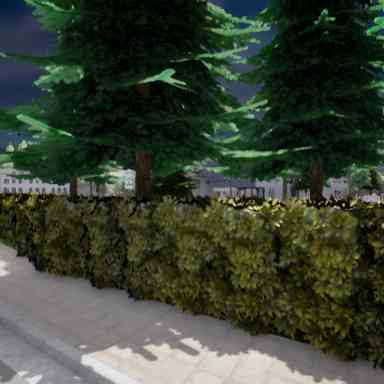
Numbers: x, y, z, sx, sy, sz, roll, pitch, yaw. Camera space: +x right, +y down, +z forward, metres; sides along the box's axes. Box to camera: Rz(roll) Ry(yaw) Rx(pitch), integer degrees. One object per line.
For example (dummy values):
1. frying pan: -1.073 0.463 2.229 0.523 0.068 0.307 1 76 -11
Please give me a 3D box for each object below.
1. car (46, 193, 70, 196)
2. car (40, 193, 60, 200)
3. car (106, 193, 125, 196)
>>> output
1. car: -30.145 1.275 74.918 4.514 1.523 2.007 0 0 -34
2. car: -36.525 1.076 85.640 4.605 1.855 1.932 0 0 -34
3. car: -20.362 1.133 92.766 5.027 1.636 2.152 0 0 -34
